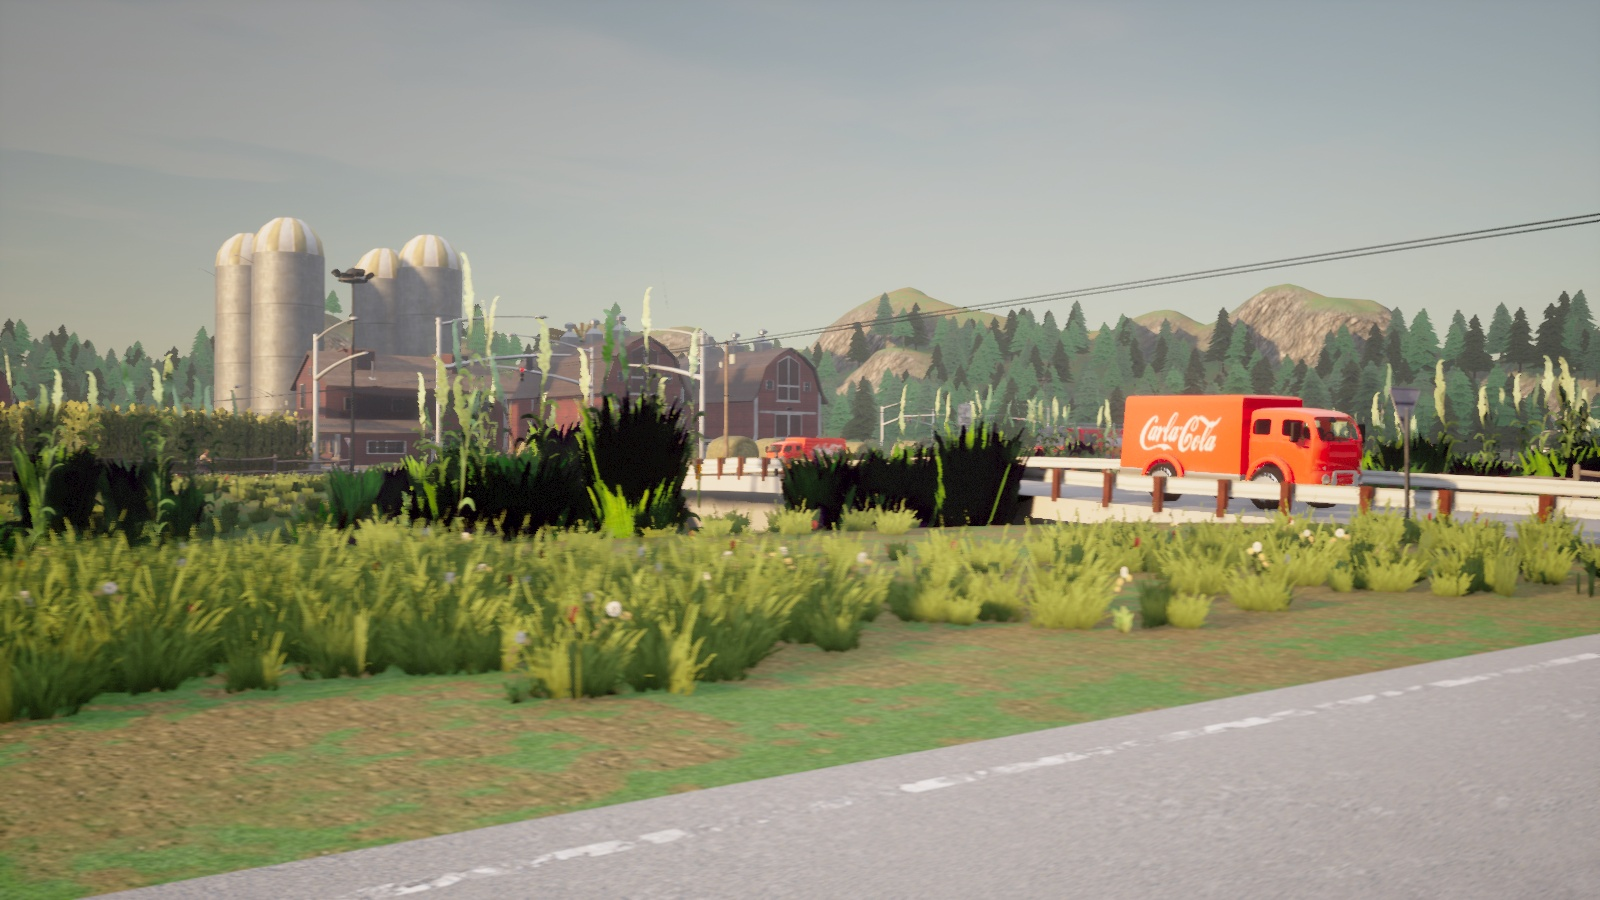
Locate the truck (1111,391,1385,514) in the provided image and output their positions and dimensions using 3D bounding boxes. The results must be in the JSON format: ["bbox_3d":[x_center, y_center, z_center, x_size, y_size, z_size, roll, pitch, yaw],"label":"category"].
[{"bbox_3d":[9.890,-0.040,28.201,2.627,2.467,5.204,0,2,-33],"label":"truck"}]

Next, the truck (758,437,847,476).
[{"bbox_3d":[0.183,0.422,81.188,5.204,2.467,2.627,0,0,-38],"label":"truck"}]
